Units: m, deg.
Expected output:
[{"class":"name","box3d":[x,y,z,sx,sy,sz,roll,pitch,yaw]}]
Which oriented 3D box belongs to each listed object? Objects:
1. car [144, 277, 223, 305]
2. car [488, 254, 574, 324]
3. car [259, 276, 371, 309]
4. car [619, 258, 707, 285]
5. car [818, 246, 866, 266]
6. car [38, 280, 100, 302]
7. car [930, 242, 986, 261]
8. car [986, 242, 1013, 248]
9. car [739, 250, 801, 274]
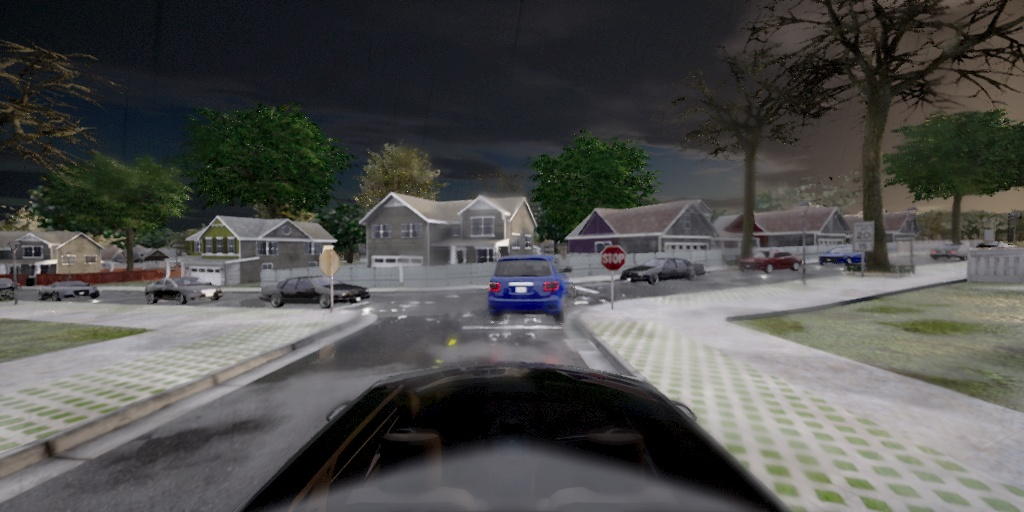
[{"class":"car","box3d":[-18.978,1.954,20.711,4.902,1.511,2.128,-2,0,22]},{"class":"car","box3d":[0.800,0.977,12.200,2.150,2.045,5.566,-2,0,12]},{"class":"car","box3d":[-9.419,1.649,17.018,5.357,1.411,2.033,-2,0,20]},{"class":"car","box3d":[8.946,0.818,21.091,5.357,1.411,2.033,-3,2,-24]},{"class":"car","box3d":[27.702,-0.035,29.841,5.008,1.535,1.882,-2,2,-25]},{"class":"car","box3d":[-32.146,2.497,26.016,4.181,1.385,1.994,-2,0,23]},{"class":"car","box3d":[40.059,-0.338,32.426,5.357,1.411,2.033,-2,2,-25]},{"class":"car","box3d":[49.552,-0.711,36.905,4.892,1.490,1.837,-2,2,-25]},{"class":"car","box3d":[18.272,0.340,25.411,5.008,1.535,1.882,-2,2,-26]}]
